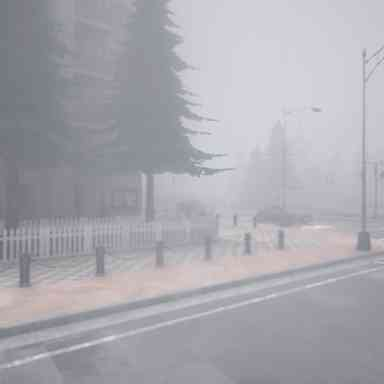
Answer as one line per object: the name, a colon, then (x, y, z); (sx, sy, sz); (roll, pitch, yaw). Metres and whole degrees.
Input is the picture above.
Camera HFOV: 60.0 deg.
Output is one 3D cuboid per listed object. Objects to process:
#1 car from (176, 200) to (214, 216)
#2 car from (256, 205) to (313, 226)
car: (0.263, 1.564, 33.593); (2.128, 1.511, 4.902); (0, 0, -35)
car: (6.700, 1.636, 24.360); (1.994, 1.385, 4.181); (0, 0, -35)
